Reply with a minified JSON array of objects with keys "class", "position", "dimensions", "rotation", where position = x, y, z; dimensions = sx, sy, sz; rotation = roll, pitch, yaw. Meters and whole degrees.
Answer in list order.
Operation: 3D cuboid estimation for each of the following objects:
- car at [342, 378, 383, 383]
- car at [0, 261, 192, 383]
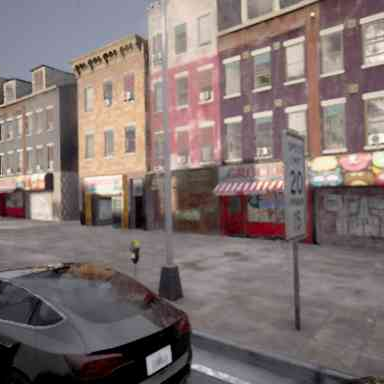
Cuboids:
[{"class":"car","position":[2.435,1.563,1.096],"dimensions":[4.313,1.339,1.947],"rotation":[0,-2,36]},{"class":"car","position":[-1.991,1.578,4.253],"dimensions":[4.313,1.339,1.947],"rotation":[0,-2,36]}]
